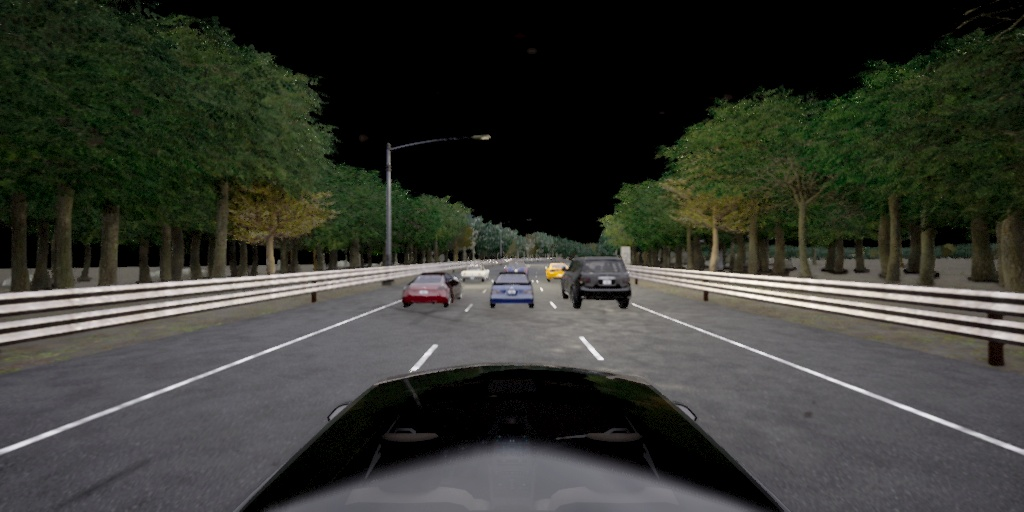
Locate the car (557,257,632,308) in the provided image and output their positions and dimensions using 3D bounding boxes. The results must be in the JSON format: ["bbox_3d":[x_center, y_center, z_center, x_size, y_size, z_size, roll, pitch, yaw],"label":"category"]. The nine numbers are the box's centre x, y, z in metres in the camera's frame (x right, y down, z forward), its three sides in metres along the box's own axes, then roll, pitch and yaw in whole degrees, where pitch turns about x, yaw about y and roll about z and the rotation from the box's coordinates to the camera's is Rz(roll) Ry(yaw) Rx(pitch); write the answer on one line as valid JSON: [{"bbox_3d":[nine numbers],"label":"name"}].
[{"bbox_3d":[3.515,1.065,15.840,2.150,2.045,5.566,0,0,1],"label":"car"}]

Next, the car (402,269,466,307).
[{"bbox_3d":[-3.475,1.416,16.209,1.994,1.385,4.181,0,0,1],"label":"car"}]

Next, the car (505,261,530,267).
[{"bbox_3d":[0.418,1.241,30.752,2.097,1.767,4.553,0,0,3],"label":"car"}]

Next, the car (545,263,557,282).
[{"bbox_3d":[3.937,1.365,30.975,1.882,1.535,5.008,0,0,3],"label":"car"}]

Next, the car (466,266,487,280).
[{"bbox_3d":[-3.079,1.495,30.934,1.895,1.301,4.718,0,0,3],"label":"car"}]

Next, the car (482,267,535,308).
[{"bbox_3d":[0.016,1.396,15.855,2.033,1.411,5.357,0,0,1],"label":"car"}]
